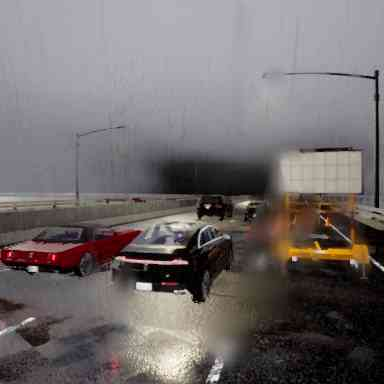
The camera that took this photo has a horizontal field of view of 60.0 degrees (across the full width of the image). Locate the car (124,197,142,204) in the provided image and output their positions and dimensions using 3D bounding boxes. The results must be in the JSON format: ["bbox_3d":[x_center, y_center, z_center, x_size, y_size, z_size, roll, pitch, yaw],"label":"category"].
[{"bbox_3d":[-8.975,1.549,52.385,1.812,1.442,4.674,0,0,18],"label":"car"}]

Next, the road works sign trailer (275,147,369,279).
[{"bbox_3d":[3.913,0.470,10.239,2.380,3.560,2.880,0,0,17],"label":"road works sign trailer"}]

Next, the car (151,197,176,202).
[{"bbox_3d":[-3.497,1.498,46.413,1.882,1.535,5.008,0,0,17],"label":"car"}]

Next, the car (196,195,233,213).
[{"bbox_3d":[1.974,1.236,27.750,2.150,2.045,5.566,0,0,17],"label":"car"}]

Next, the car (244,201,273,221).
[{"bbox_3d":[5.421,1.517,27.058,1.837,1.490,4.892,0,0,17],"label":"car"}]

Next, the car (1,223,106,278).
[{"bbox_3d":[-3.259,1.605,10.300,1.895,1.301,4.718,0,0,17],"label":"car"}]

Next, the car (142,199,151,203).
[{"bbox_3d":[-5.586,1.586,51.476,1.994,1.385,4.181,0,0,17],"label":"car"}]

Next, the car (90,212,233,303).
[{"bbox_3d":[-0.181,1.496,8.361,2.128,1.511,4.902,0,0,16],"label":"car"}]
